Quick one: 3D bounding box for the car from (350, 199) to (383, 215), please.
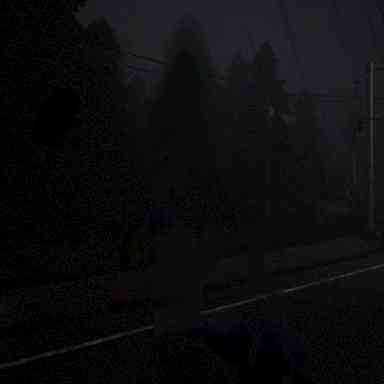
[{"bbox_3d":[17.936,1.505,33.493,1.837,1.490,4.892,0,0,-5],"label":"car"}]

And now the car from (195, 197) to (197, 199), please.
[{"bbox_3d":[-0.165,1.601,65.211,4.718,1.301,1.895,0,0,27],"label":"car"}]
